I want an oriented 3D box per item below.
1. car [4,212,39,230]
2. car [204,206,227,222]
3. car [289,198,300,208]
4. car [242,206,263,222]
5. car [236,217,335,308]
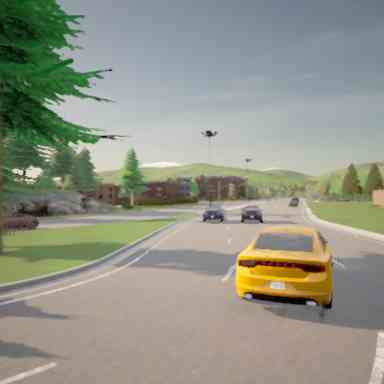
[{"bbox_3d":[-13.509,2.181,24.430,1.994,1.385,4.181,-1,-1,35],"label":"car"},{"bbox_3d":[2.261,2.056,31.810,1.812,1.442,4.674,-1,-1,12],"label":"car"},{"bbox_3d":[20.887,2.451,68.265,2.033,1.411,5.357,-1,-1,18],"label":"car"},{"bbox_3d":[5.614,1.993,30.820,1.812,1.442,4.674,-1,-1,11],"label":"car"},{"bbox_3d":[2.493,1.598,8.429,1.882,1.535,5.008,0,-1,22],"label":"car"}]
